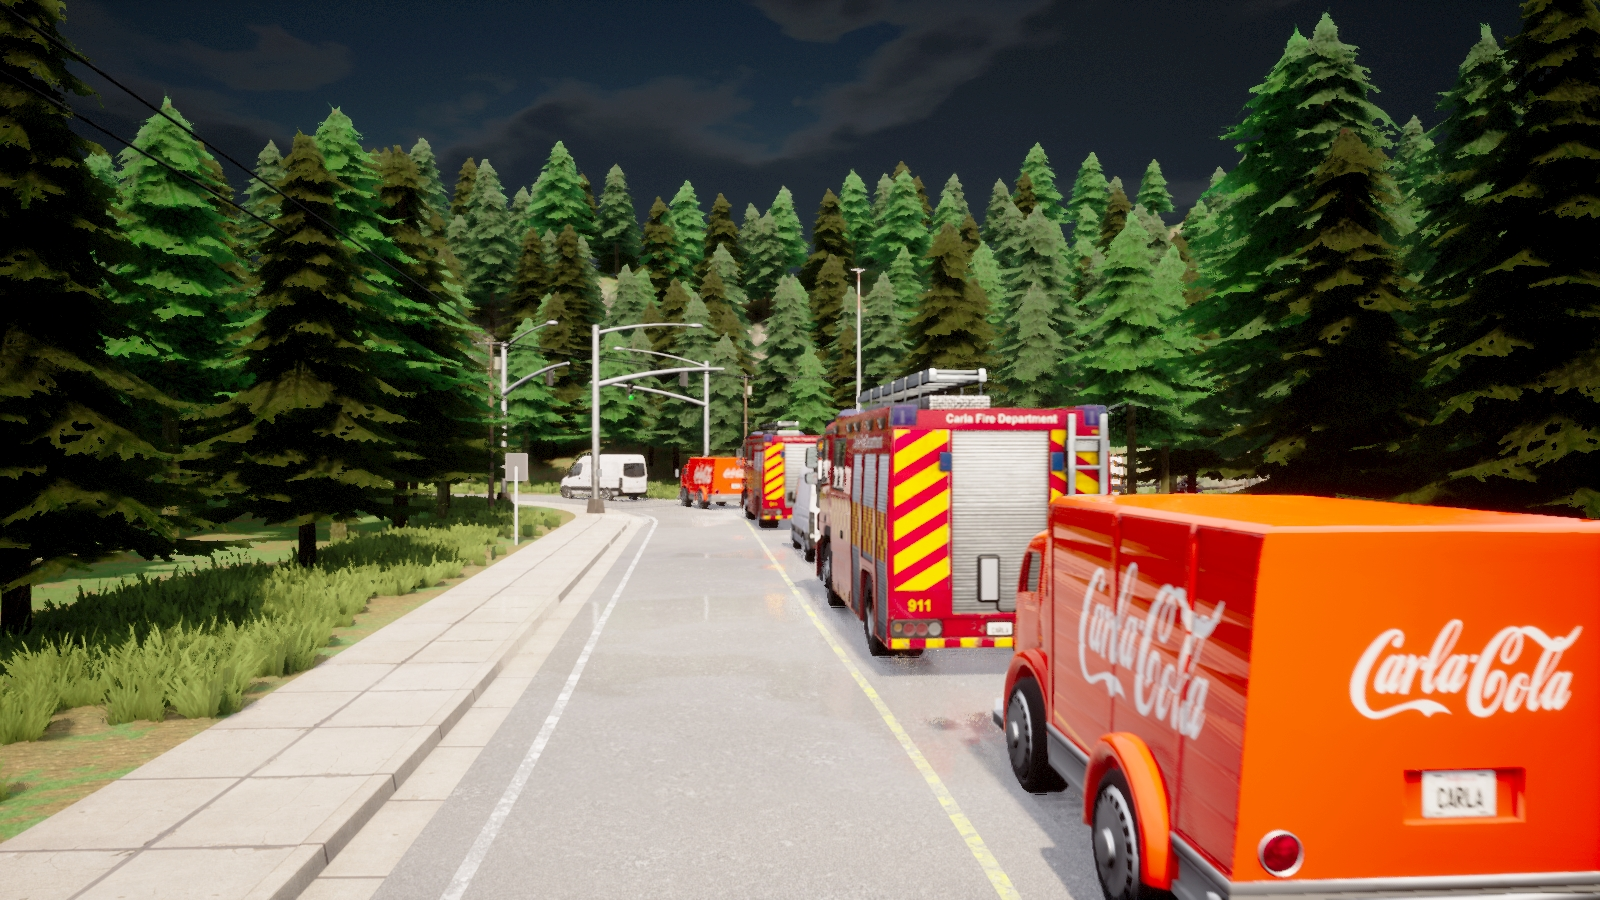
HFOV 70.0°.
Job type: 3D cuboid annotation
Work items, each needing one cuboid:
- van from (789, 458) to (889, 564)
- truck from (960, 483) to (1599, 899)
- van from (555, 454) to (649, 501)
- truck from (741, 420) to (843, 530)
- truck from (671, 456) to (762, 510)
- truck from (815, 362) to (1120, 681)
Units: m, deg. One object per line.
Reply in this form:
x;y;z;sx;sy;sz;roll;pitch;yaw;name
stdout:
0.927;1.508;30.915;1.988;2.561;5.915;0;0;-5;van
2.985;1.528;8.005;2.627;2.467;5.204;0;0;-5;truck
-11.242;1.507;64.717;5.915;2.561;1.988;0;0;42;van
-0.492;0.864;44.163;2.891;3.827;8.468;0;0;-8;truck
-4.144;1.550;55.576;2.627;2.467;5.204;0;0;-26;truck
2.101;0.863;18.058;2.891;3.827;8.468;0;0;-5;truck
